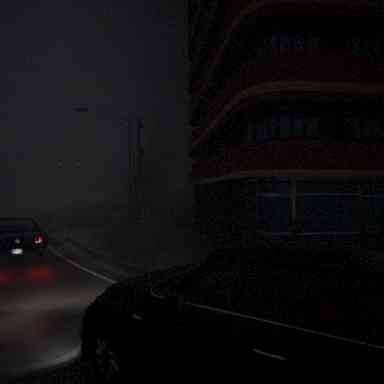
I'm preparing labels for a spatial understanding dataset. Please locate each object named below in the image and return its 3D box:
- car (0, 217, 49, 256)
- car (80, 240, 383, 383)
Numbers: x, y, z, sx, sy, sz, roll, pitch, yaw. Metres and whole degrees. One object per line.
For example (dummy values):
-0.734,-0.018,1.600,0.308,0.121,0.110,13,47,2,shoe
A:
-6.766,1.599,12.447,1.895,1.301,4.718,0,0,-33,car
0.774,1.352,3.747,4.553,1.767,2.097,0,0,37,car
